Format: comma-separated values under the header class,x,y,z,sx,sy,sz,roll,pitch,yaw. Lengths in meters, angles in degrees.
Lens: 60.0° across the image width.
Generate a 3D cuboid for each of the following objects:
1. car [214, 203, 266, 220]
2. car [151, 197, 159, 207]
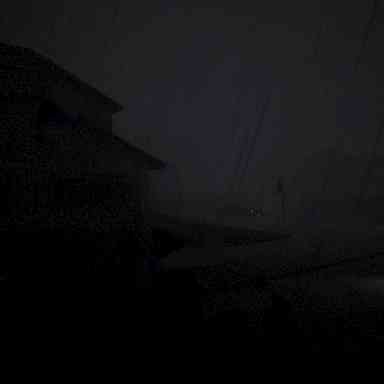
class,x,y,z,sx,sy,sz,roll,pitch,yaw
car,4.042,1.601,28.388,1.895,1.301,4.718,0,0,-35
car,-6.751,1.526,50.831,1.812,1.442,4.674,0,0,-36
